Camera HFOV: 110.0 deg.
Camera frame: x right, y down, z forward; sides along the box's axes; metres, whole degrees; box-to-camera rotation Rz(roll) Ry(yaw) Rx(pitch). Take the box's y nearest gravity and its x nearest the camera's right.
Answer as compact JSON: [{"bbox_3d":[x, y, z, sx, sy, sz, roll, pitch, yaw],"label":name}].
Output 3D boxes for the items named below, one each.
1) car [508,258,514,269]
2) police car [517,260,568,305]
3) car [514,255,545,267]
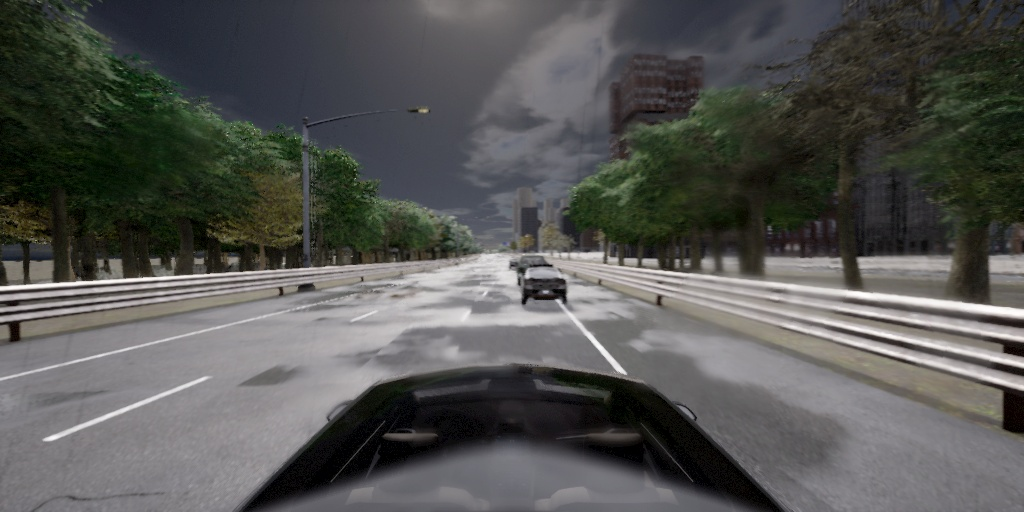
[{"bbox_3d":[0.497,1.199,54.737,1.837,1.490,4.892,-1,0,0],"label":"car"},{"bbox_3d":[1.322,1.160,16.270,1.930,1.638,5.238,-1,0,1],"label":"police car"},{"bbox_3d":[1.432,0.950,26.234,2.150,2.045,5.566,-1,0,1],"label":"car"}]
